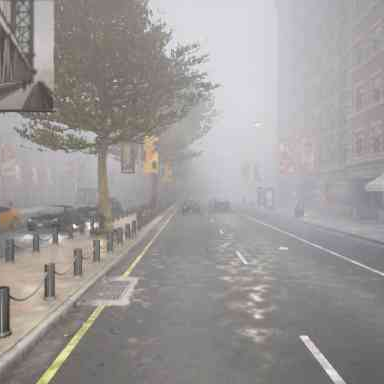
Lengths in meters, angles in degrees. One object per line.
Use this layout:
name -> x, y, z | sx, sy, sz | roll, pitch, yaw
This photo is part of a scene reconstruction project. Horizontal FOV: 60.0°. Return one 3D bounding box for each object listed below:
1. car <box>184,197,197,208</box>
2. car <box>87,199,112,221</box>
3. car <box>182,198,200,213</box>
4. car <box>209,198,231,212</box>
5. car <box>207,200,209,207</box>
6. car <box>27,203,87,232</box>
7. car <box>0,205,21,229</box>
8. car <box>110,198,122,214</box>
car -> -0.188, 1.525, 48.070 | 1.812, 1.442, 4.674 | 0, 0, 1
car -> -8.149, 1.563, 26.929 | 1.994, 1.385, 4.181 | 0, 0, 0
car -> -0.105, 1.600, 36.224 | 1.895, 1.301, 4.718 | 0, 0, 0
car -> 3.315, 1.477, 38.376 | 1.882, 1.535, 5.008 | 0, 0, 0
car -> 3.259, 1.563, 47.363 | 1.994, 1.385, 4.181 | 0, 0, 0
car -> -8.198, 1.525, 20.241 | 1.812, 1.442, 4.674 | 0, 0, 0
car -> -11.668, 1.477, 18.810 | 1.882, 1.535, 5.008 | 0, 0, 0
car -> -8.234, 1.351, 32.062 | 2.097, 1.767, 4.553 | 0, 0, 0
